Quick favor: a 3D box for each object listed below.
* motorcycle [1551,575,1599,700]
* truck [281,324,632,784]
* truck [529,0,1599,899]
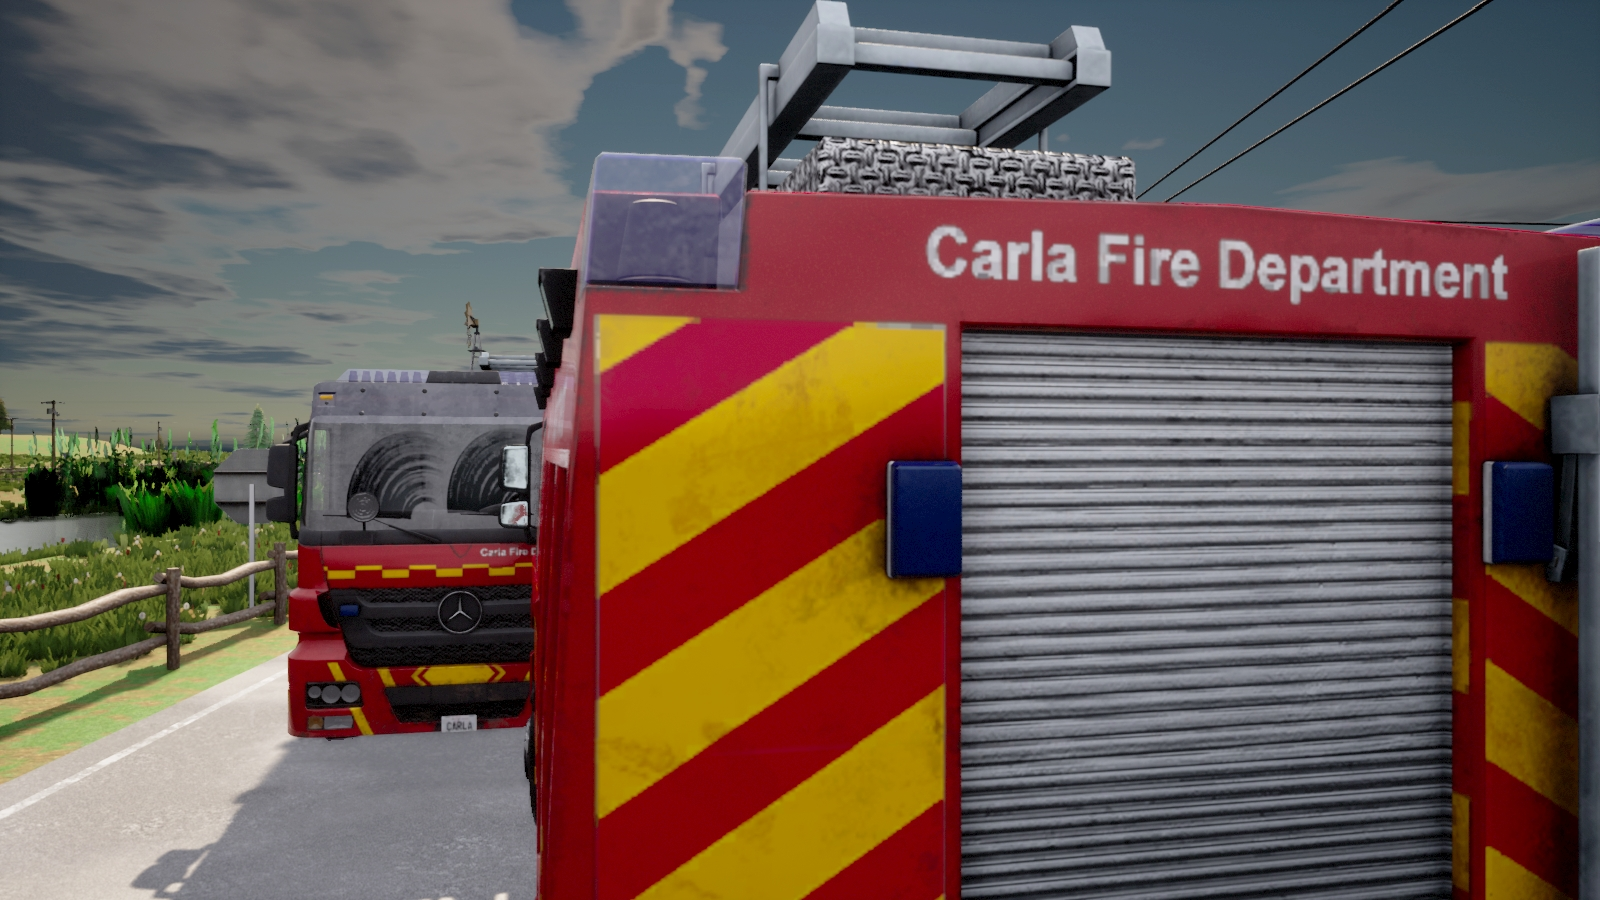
[{"bbox_3d":[9.816,2.143,13.182,1.805,1.316,0.856,0,0,-7],"label":"motorcycle"},{"bbox_3d":[-3.885,0.863,13.973,2.891,3.827,8.468,0,0,-13],"label":"truck"},{"bbox_3d":[-0.138,0.867,6.870,2.891,3.827,8.468,0,0,-13],"label":"truck"}]
